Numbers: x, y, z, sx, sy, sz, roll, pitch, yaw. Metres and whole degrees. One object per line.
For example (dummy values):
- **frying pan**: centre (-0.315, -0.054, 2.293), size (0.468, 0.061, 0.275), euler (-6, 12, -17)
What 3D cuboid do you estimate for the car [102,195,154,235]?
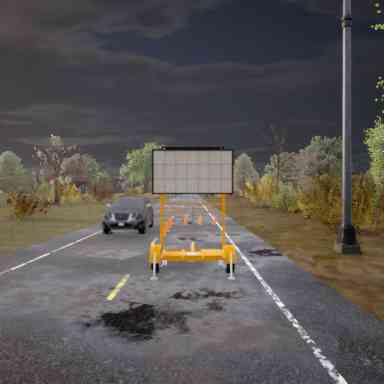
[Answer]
- **car**: centre (-3.455, 1.217, 19.015), size (2.150, 2.045, 5.566), euler (0, 0, 0)

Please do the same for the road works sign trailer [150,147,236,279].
- **road works sign trailer**: centre (0.025, 0.464, 9.977), size (2.380, 3.560, 2.880), euler (0, 0, 0)
